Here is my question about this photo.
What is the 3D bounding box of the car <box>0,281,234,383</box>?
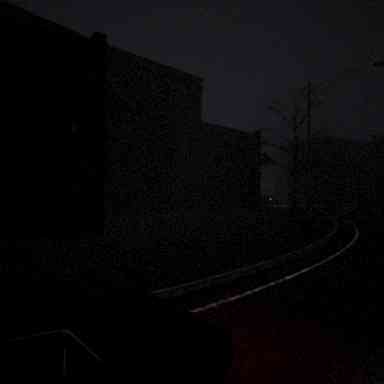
[{"bbox_3d":[-1.970,1.618,2.736,4.718,1.301,1.895,0,0,-37],"label":"car"}]

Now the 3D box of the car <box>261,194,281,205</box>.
[{"bbox_3d":[11.626,1.106,51.082,2.097,1.767,4.553,1,0,-22],"label":"car"}]
